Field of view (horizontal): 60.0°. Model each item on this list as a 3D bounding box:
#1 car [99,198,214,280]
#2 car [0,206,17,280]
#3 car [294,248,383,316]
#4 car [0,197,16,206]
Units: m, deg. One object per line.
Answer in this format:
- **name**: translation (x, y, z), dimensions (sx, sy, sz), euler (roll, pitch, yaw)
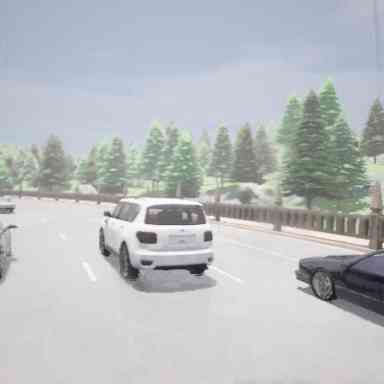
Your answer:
- **car**: translation (-1.341, 1.184, 10.120), dimensions (2.150, 2.045, 5.566), euler (2, 0, -25)
- **car**: translation (-5.950, 1.315, 8.880), dimensions (1.837, 1.490, 4.892), euler (2, 0, -25)
- **car**: translation (4.242, 1.692, 5.940), dimensions (2.033, 1.411, 5.357), euler (2, 0, -22)
- **car**: translation (-16.603, 1.072, 28.553), dimensions (1.895, 1.301, 4.718), euler (2, 0, -38)
